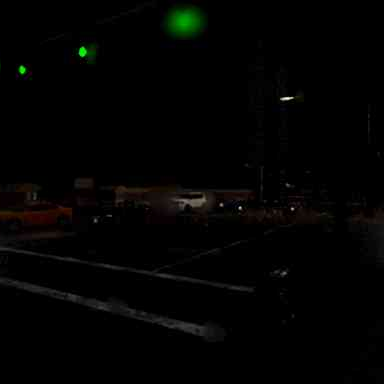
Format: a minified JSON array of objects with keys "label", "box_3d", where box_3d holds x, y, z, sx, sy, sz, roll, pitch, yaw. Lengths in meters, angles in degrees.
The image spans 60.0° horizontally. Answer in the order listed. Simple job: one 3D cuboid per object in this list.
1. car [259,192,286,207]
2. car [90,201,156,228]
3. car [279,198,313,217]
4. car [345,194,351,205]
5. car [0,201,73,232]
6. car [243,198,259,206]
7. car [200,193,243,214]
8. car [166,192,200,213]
[{"label":"car","box_3d":[11.887,1.267,48.078,2.097,1.767,4.553,1,0,31]},{"label":"car","box_3d":[-4.275,1.366,21.155,2.128,1.511,4.902,1,0,31]},{"label":"car","box_3d":[9.938,1.499,31.136,1.994,1.385,4.181,1,0,31]},{"label":"car","box_3d":[26.217,1.486,58.465,1.994,1.385,4.181,1,0,31]},{"label":"car","box_3d":[-9.374,1.325,19.434,1.882,1.535,5.008,1,0,31]},{"label":"car","box_3d":[8.848,1.501,49.819,1.895,1.301,4.718,1,0,31]},{"label":"car","box_3d":[3.038,1.224,33.419,2.097,1.767,4.553,1,0,30]},{"label":"car","box_3d":[-0.455,1.061,34.388,2.150,2.045,5.566,1,0,31]}]
